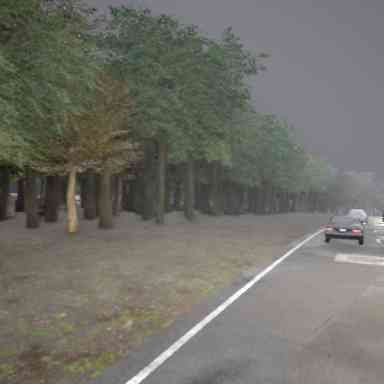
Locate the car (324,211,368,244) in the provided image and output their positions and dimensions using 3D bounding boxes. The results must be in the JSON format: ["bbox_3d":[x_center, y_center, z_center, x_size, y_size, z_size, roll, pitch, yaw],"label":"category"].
[{"bbox_3d":[8.478,1.971,18.382,2.033,1.411,5.357,0,-1,27],"label":"car"}]

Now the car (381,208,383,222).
[{"bbox_3d":[23.326,2.485,38.619,2.150,2.045,5.566,0,-2,31],"label":"car"}]

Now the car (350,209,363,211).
[{"bbox_3d":[16.542,2.479,33.373,1.812,1.442,4.674,0,-2,29],"label":"car"}]
